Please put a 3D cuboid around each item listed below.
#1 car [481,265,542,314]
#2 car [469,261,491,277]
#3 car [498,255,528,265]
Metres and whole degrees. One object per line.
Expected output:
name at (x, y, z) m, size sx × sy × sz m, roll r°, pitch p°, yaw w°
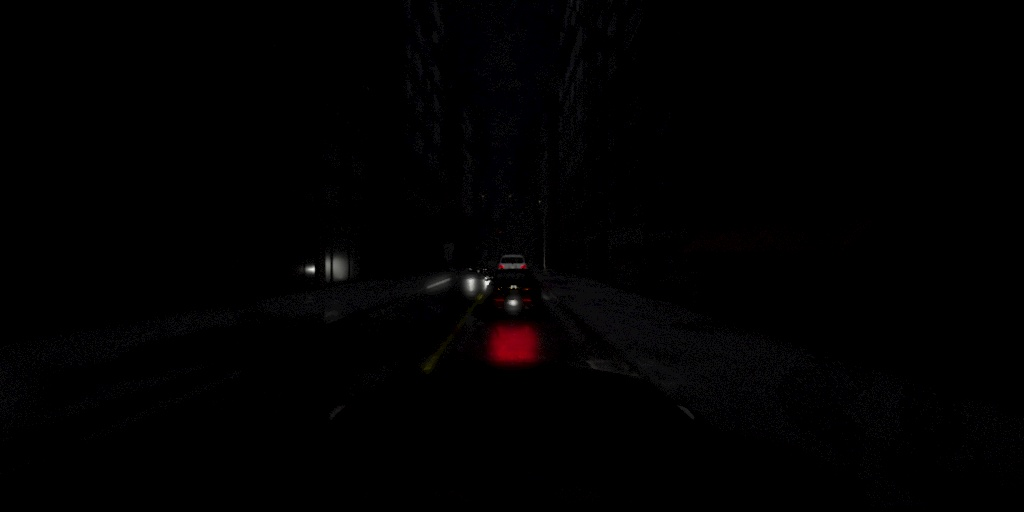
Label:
car at (0.064, 1.231, 13.497) m, size 1.837 × 1.490 × 4.892 m, roll 0°, pitch -1°, yaw 0°
car at (-3.072, 1.206, 35.414) m, size 1.837 × 1.490 × 4.892 m, roll 0°, pitch 0°, yaw 0°
car at (0.061, 0.929, 27.929) m, size 2.150 × 2.045 × 5.566 m, roll 0°, pitch 0°, yaw 1°
